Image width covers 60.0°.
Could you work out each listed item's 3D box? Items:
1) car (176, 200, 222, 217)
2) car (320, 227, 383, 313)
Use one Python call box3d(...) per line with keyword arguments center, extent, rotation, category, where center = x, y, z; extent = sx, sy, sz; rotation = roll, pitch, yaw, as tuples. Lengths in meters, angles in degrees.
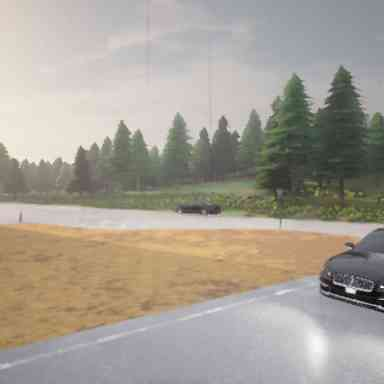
box3d(center=(0.595, 1.575, 33.389), extent=(5.008, 1.535, 1.882), rotation=(0, 0, 38), category="car")
box3d(center=(4.804, 1.539, 7.353), extent=(4.892, 1.490, 1.837), rotation=(1, 0, -36), category="car")
